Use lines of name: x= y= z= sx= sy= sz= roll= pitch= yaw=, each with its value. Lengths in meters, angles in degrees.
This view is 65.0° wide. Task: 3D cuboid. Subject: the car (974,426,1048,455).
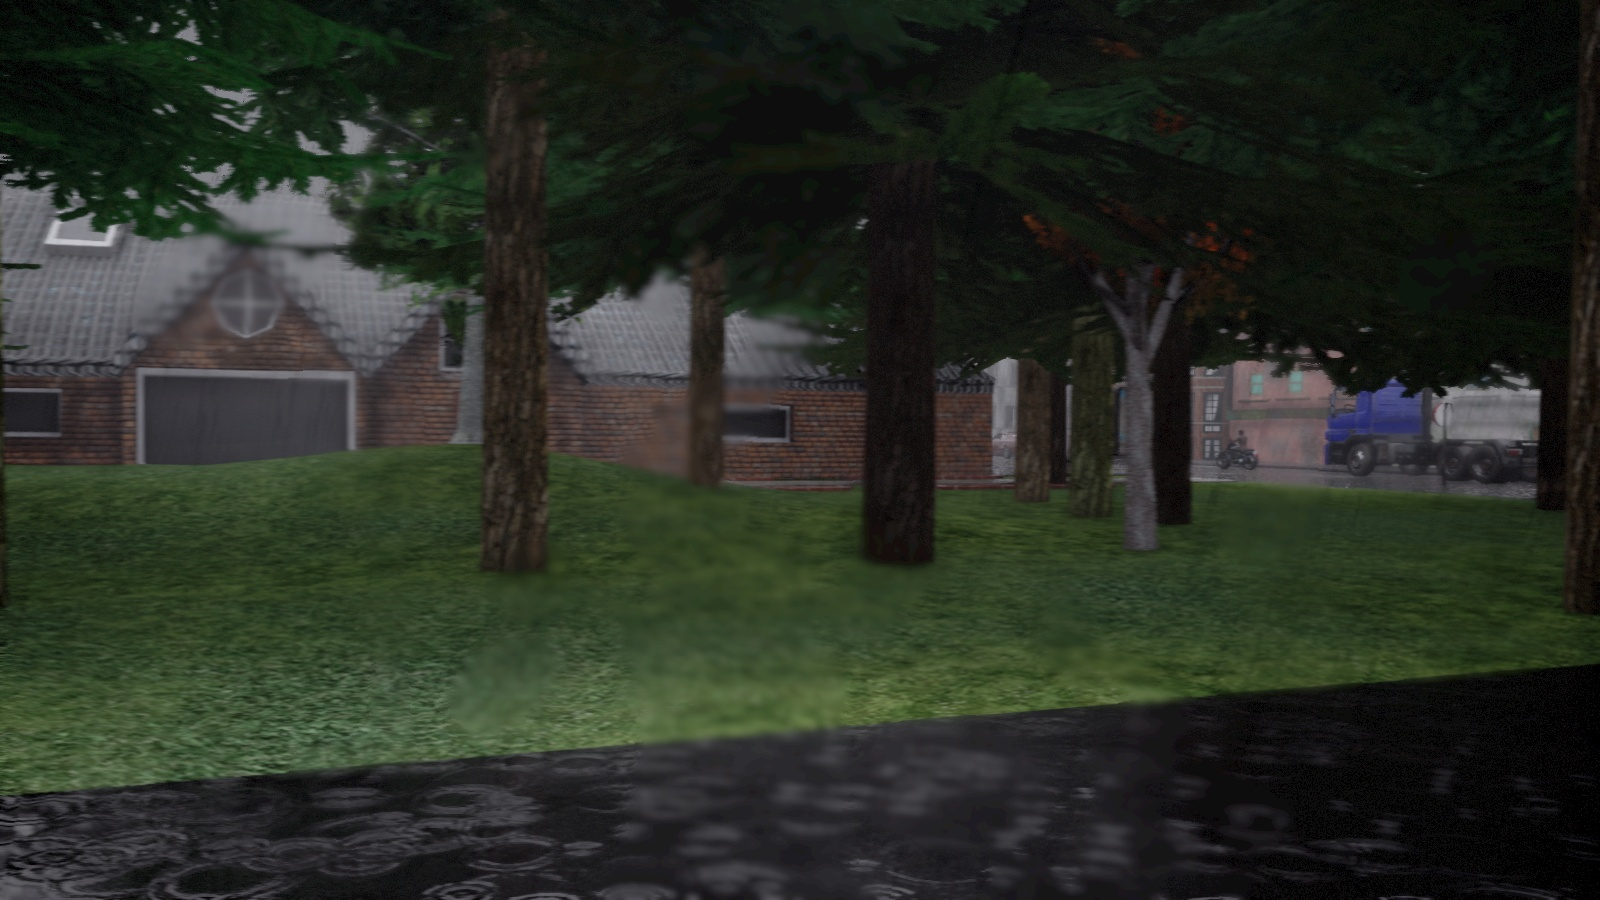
car: x=11.359 y=-0.527 z=67.821 sx=1.812 sy=1.442 sz=4.674 roll=-1 pitch=1 yaw=-21

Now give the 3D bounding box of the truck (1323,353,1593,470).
truck: x=21.270 y=-1.208 z=41.251 sx=2.891 sy=3.462 sz=7.936 roll=-1 pitch=1 yaw=-20

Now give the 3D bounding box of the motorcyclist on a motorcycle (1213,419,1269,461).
motorcyclist on a motorcycle: x=17.773 y=-0.392 z=50.678 sx=0.766 sy=1.649 sz=2.350 roll=-1 pitch=1 yaw=-20
